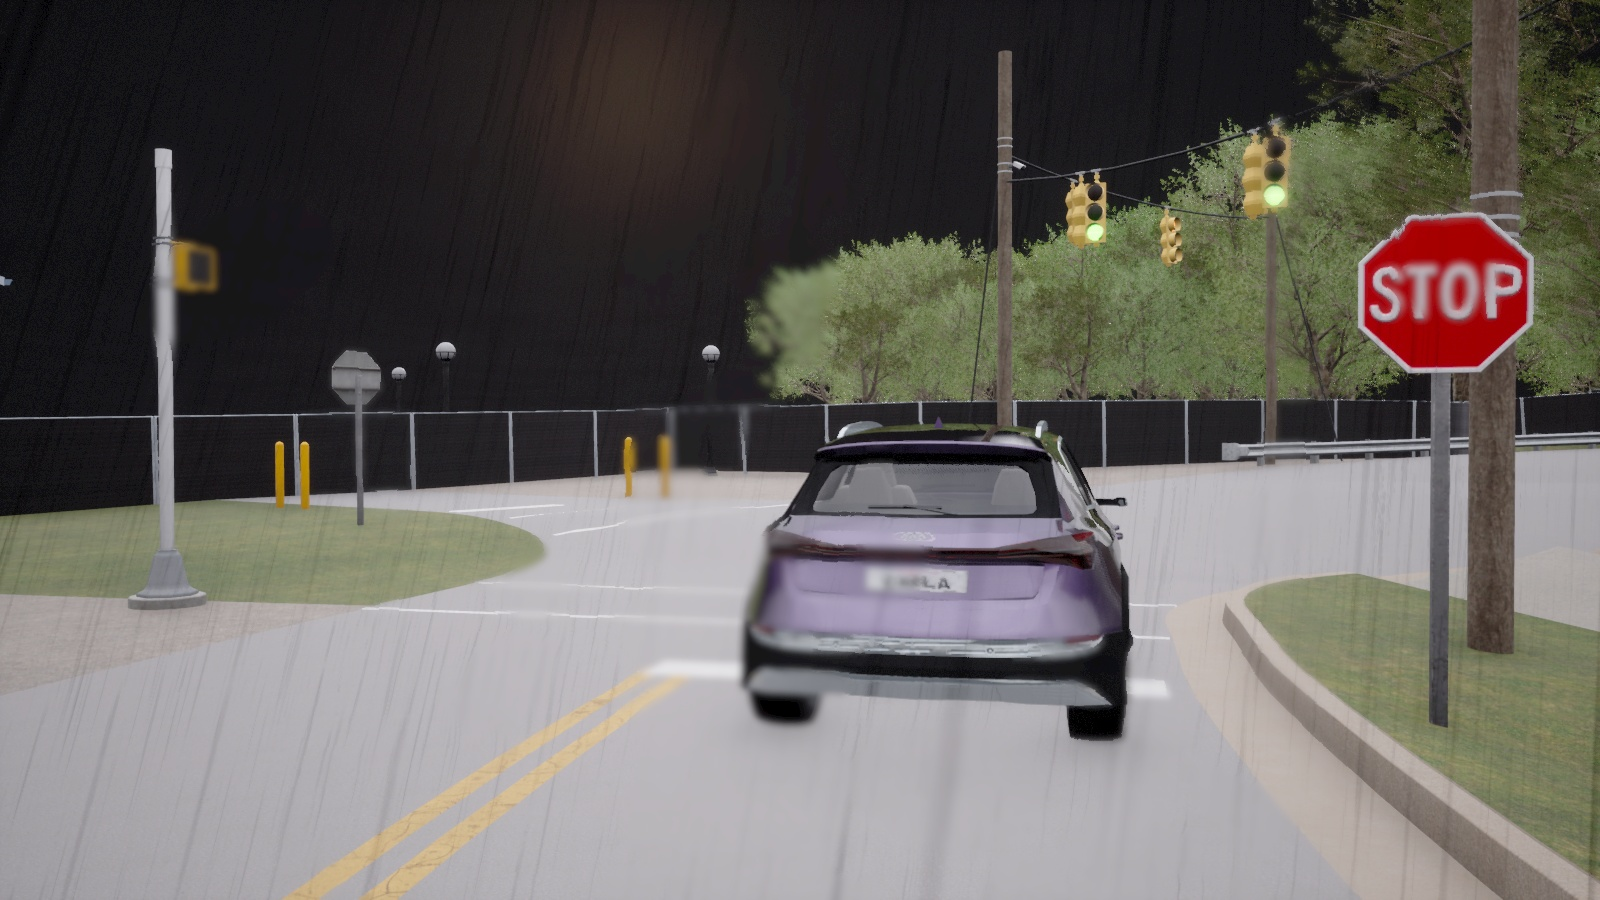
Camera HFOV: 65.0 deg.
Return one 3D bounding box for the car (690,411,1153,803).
[{"bbox_3d":[1.028,0.634,7.864,2.033,1.649,4.856,0,1,13],"label":"car"}]
